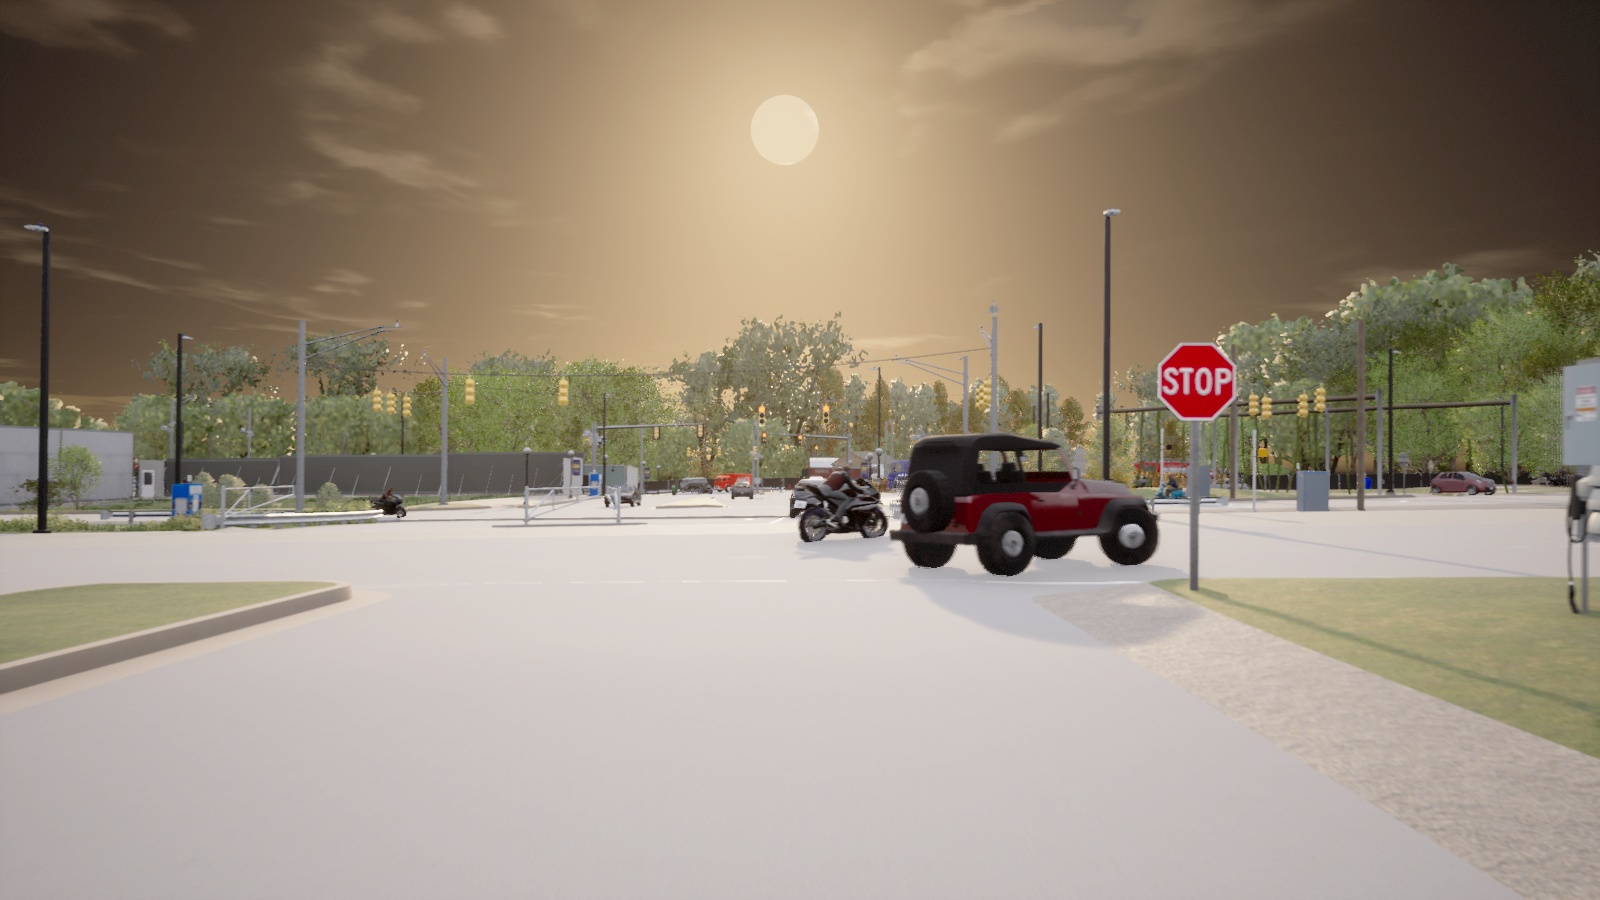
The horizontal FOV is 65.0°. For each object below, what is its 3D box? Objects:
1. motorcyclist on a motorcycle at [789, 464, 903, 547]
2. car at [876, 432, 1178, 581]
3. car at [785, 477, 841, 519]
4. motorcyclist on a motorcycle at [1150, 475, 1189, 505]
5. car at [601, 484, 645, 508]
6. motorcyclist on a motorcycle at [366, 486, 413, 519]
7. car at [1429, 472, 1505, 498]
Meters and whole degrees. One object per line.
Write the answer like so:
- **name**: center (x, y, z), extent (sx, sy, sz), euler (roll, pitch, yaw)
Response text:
- **motorcyclist on a motorcycle**: center (0.925, 1.069, 24.729), extent (2.191, 1.530, 0.866), euler (0, 1, -38)
- **car**: center (3.211, 0.716, 17.639), extent (3.866, 1.878, 1.905), euler (0, -1, -32)
- **car**: center (0.576, 1.868, 50.018), extent (2.007, 1.525, 4.514), euler (-1, -1, 3)
- **motorcyclist on a motorcycle**: center (19.844, 2.140, 67.451), extent (1.817, 1.590, 0.866), euler (-1, -1, 0)
- **car**: center (-11.183, 2.868, 79.670), extent (2.033, 1.411, 5.357), euler (0, -1, 0)
- **motorcyclist on a motorcycle**: center (-19.667, 2.502, 60.158), extent (2.044, 1.523, 0.797), euler (-1, 1, 16)
- **car**: center (40.491, 2.147, 76.303), extent (1.845, 1.501, 3.633), euler (1, -3, -24)
